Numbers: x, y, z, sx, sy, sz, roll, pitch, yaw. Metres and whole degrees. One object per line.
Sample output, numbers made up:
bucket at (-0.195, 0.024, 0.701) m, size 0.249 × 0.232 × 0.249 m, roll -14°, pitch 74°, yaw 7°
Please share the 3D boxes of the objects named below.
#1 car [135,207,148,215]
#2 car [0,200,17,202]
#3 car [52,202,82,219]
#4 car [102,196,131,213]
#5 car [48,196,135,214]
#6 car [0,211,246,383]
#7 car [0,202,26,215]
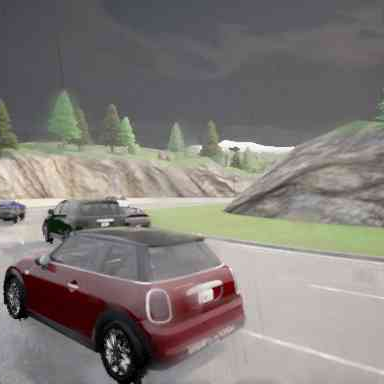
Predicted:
car at (-4.046, 1.625, 19.857) m, size 2.128 × 1.511 × 4.902 m, roll 0°, pitch 0°, yaw -31°
car at (-19.888, 1.658, 36.280) m, size 1.882 × 1.535 × 5.008 m, roll 0°, pitch 0°, yaw -5°
car at (-12.202, 1.755, 32.706) m, size 1.994 × 1.385 × 4.181 m, roll 0°, pitch 0°, yaw -10°
car at (-9.376, 1.495, 41.867) m, size 2.150 × 2.045 × 5.566 m, roll 0°, pitch 0°, yaw 2°
car at (-4.816, 1.311, 14.511) m, size 2.150 × 2.045 × 5.566 m, roll 0°, pitch 0°, yaw -37°
car at (-1.423, 1.392, 5.762) m, size 4.553 × 1.767 × 2.097 m, roll 0°, pitch -1°, yaw 41°
car at (-14.241, 1.730, 25.857) m, size 1.895 × 1.301 × 4.718 m, roll 0°, pitch 0°, yaw -18°
